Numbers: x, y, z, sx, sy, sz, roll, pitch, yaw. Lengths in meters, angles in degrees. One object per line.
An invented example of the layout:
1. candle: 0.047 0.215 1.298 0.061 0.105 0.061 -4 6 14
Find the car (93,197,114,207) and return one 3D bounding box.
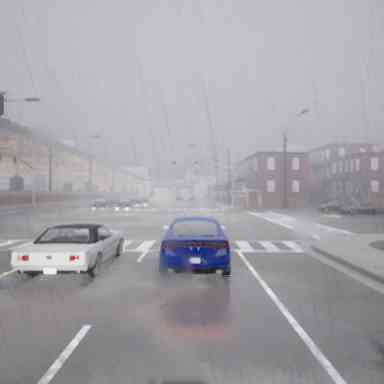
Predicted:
1. car: -14.075 1.636 52.365 1.812 1.442 4.674 0 0 0

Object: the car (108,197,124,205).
1. car: -14.018 1.634 61.561 1.837 1.490 4.892 0 0 1

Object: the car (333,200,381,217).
1. car: 16.466 1.632 32.315 4.181 1.385 1.994 0 0 0

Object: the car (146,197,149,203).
1. car: -10.486 1.748 72.450 1.895 1.301 4.718 0 0 0

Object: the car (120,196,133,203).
1. car: -13.986 1.651 71.632 1.837 1.490 4.892 0 0 0

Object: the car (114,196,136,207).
1. car: -10.574 1.636 52.567 1.812 1.442 4.674 0 0 -1

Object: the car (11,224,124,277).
1. car: -3.412 1.623 10.231 1.895 1.301 4.718 0 0 0

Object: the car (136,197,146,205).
1. car: -10.507 1.695 62.267 1.994 1.385 4.181 0 0 1

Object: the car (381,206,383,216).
1. car: 17.869 1.275 25.118 5.566 2.045 2.150 0 0 0

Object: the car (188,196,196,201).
1. car: 0.018 1.731 90.708 2.033 1.411 5.357 0 0 0

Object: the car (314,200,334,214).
1. car: 15.719 1.567 35.818 4.902 1.511 2.128 0 0 0

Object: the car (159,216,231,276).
1. car: 0.088 1.500 10.437 1.882 1.535 5.008 0 0 0

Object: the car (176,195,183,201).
1. car: -3.482 1.691 90.659 1.837 1.490 4.892 0 0 0
